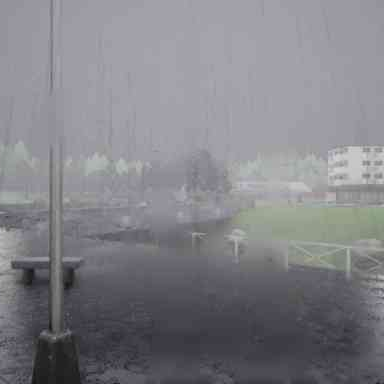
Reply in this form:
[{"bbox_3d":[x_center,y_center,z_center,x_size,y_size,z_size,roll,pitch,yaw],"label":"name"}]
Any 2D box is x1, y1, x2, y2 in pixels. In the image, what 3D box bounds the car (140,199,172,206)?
[{"bbox_3d":[-4.586,1.594,43.734,1.895,1.301,4.718,0,0,36],"label":"car"}]
